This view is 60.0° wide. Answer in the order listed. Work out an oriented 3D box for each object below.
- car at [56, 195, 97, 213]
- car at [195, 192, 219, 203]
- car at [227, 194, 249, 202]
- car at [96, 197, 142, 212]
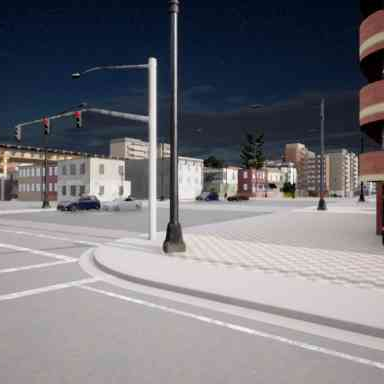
[{"bbox_3d":[-11.749,1.163,34.732,2.097,1.767,4.553,0,1,37],"label":"car"},{"bbox_3d":[2.495,0.751,53.861,2.097,1.767,4.553,0,1,37],"label":"car"},{"bbox_3d":[7.561,0.936,54.762,1.895,1.301,4.718,0,1,37],"label":"car"},{"bbox_3d":[-7.278,1.294,34.902,1.812,1.442,4.674,0,1,37],"label":"car"}]
